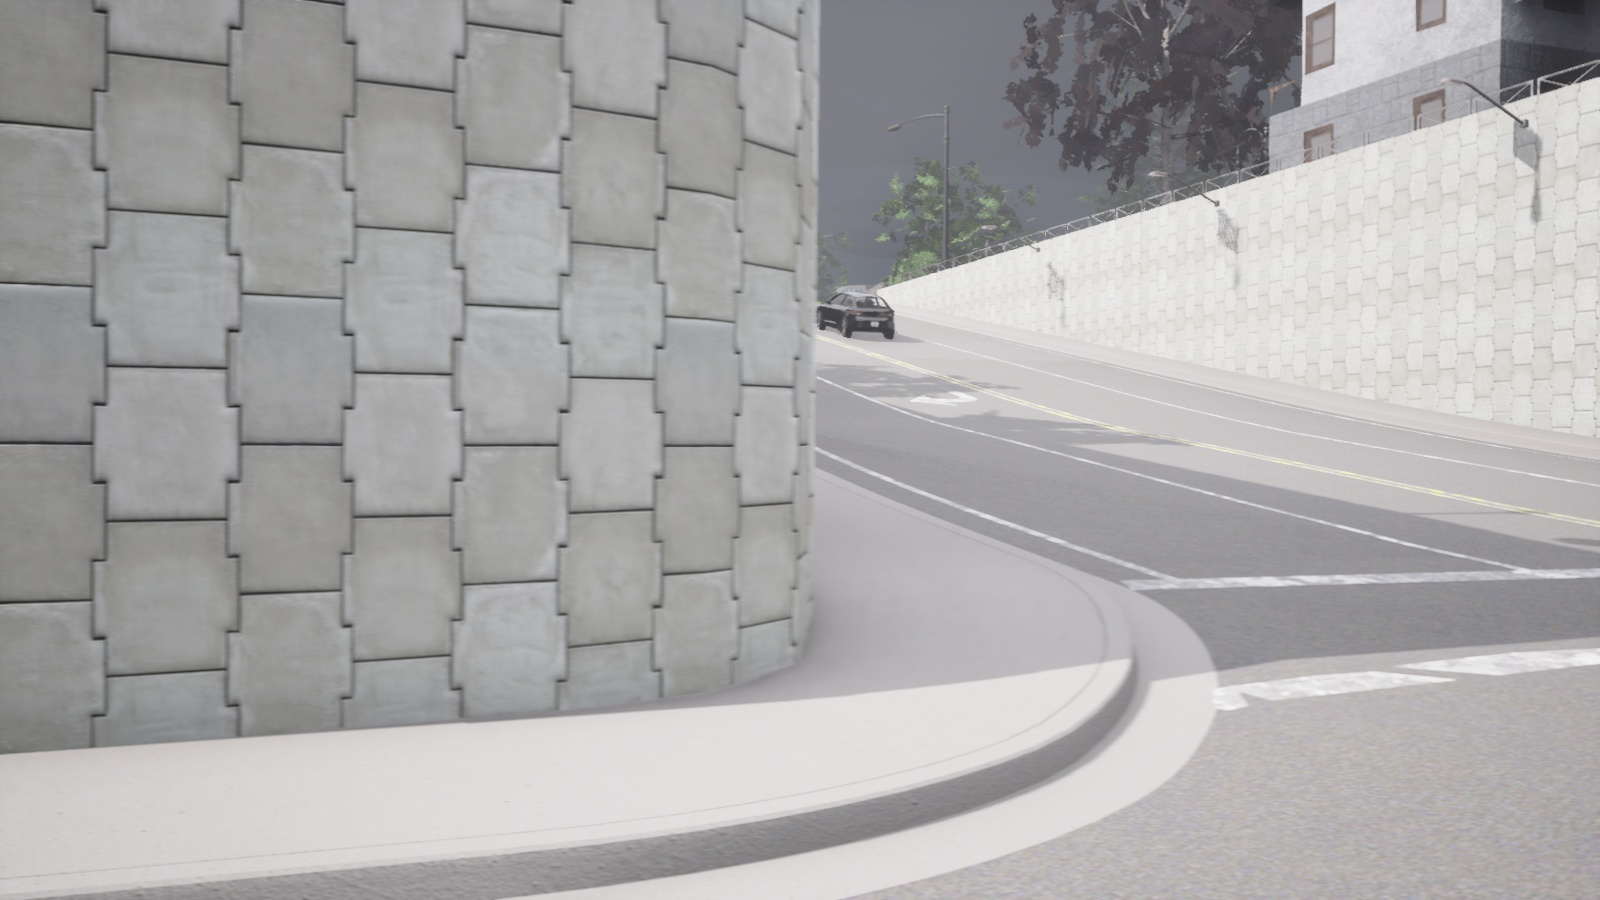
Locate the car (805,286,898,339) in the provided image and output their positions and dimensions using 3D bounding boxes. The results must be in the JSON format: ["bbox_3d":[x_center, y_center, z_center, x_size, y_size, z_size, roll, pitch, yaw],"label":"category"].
[{"bbox_3d":[1.698,-4.752,43.162,1.816,1.474,4.193,-1,11,-17],"label":"car"}]
